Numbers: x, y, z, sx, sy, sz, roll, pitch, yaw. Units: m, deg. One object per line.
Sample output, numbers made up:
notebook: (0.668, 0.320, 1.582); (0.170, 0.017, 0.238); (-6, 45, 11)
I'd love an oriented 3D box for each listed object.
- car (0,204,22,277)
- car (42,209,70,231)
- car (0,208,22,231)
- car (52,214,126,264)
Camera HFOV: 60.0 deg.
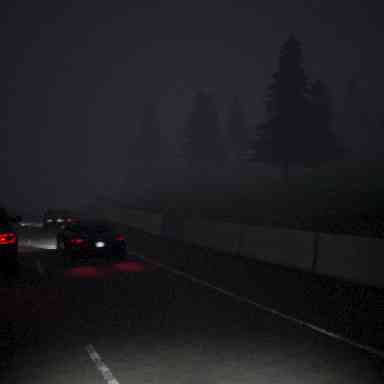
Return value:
car: (-6.590, 1.371, 10.275); (2.150, 2.045, 5.566); (0, -1, -28)
car: (-9.419, 1.882, 23.349); (2.033, 1.411, 5.357); (0, -1, -24)
car: (-13.455, 1.906, 23.832); (1.994, 1.385, 4.181); (0, -1, -24)
car: (-4.007, 1.749, 12.873); (1.994, 1.385, 4.181); (0, -1, -28)
